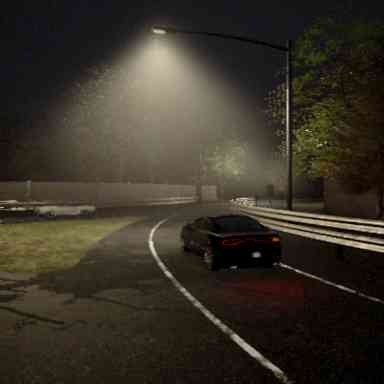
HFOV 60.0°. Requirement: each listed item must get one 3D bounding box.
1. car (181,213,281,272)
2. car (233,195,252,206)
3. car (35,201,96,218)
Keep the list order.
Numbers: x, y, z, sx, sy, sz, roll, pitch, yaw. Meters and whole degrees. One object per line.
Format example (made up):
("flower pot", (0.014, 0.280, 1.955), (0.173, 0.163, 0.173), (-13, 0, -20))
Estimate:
("car", (0.967, 1.414, 10.744), (1.882, 1.535, 5.008), (-1, 0, -15))
("car", (7.087, 1.197, 46.997), (1.882, 1.535, 5.008), (0, 0, 26))
("car", (-10.964, 1.485, 28.815), (4.718, 1.301, 1.895), (0, 0, -38))
